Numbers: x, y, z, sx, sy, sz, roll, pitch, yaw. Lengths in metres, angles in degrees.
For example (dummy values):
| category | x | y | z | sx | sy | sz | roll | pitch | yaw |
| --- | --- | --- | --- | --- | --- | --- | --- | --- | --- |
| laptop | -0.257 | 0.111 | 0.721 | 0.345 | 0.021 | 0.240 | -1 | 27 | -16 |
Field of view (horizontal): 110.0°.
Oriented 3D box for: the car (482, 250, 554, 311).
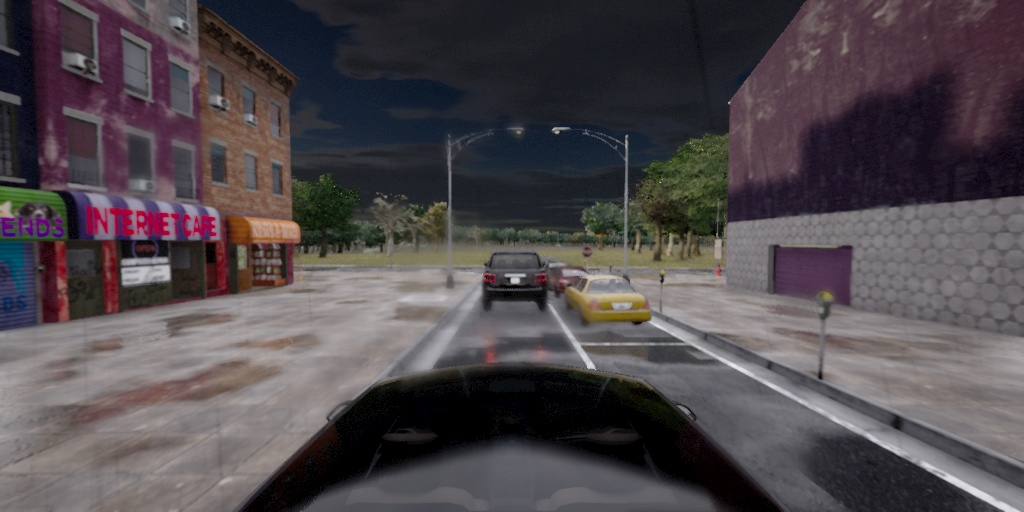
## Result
| category | x | y | z | sx | sy | sz | roll | pitch | yaw |
| --- | --- | --- | --- | --- | --- | --- | --- | --- | --- |
| car | 0.096 | 0.770 | 13.510 | 2.150 | 2.045 | 5.566 | 0 | 1 | 0 |

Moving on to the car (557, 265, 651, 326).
| category | x | y | z | sx | sy | sz | roll | pitch | yaw |
| --- | --- | --- | --- | --- | --- | --- | --- | --- | --- |
| car | 2.638 | 1.120 | 10.875 | 1.751 | 1.417 | 4.829 | 0 | 0 | 0 |

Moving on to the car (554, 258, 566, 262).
| category | x | y | z | sx | sy | sz | roll | pitch | yaw |
| --- | --- | --- | --- | --- | --- | --- | --- | --- | --- |
| car | 2.639 | 0.953 | 21.768 | 2.007 | 1.370 | 4.403 | 0 | 0 | 0 |

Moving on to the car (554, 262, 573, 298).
| category | x | y | z | sx | sy | sz | roll | pitch | yaw |
| --- | --- | --- | --- | --- | --- | --- | --- | --- | --- |
| car | 2.638 | 1.081 | 16.237 | 1.802 | 1.307 | 4.207 | 0 | 0 | 0 |
